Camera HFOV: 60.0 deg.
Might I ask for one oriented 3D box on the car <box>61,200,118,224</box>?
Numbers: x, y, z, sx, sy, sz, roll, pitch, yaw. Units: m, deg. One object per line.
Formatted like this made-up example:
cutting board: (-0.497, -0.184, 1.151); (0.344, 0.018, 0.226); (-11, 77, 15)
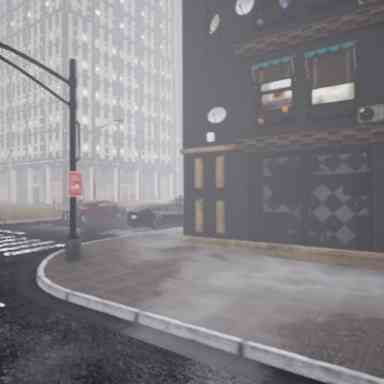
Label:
car: (-6.458, 1.271, 22.358); (1.812, 1.442, 4.674); (0, 1, 35)

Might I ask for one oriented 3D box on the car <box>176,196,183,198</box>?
car: (-0.685, 1.079, 30.546); (1.837, 1.490, 4.892); (0, 1, 35)

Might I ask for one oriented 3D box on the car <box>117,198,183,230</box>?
car: (-1.811, 1.285, 18.880); (1.947, 1.339, 4.313); (1, 1, 35)
